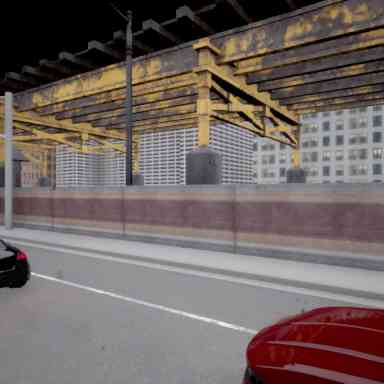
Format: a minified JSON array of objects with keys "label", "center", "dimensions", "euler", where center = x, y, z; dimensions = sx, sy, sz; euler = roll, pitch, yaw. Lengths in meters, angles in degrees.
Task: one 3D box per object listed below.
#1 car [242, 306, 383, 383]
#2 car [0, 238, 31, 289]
[{"label":"car","center":[2.729,1.478,2.050],"dimensions":[5.008,1.535,1.882],"euler":[0,0,35]},{"label":"car","center":[-5.765,1.564,8.027],"dimensions":[4.181,1.385,1.994],"euler":[0,0,36]}]
